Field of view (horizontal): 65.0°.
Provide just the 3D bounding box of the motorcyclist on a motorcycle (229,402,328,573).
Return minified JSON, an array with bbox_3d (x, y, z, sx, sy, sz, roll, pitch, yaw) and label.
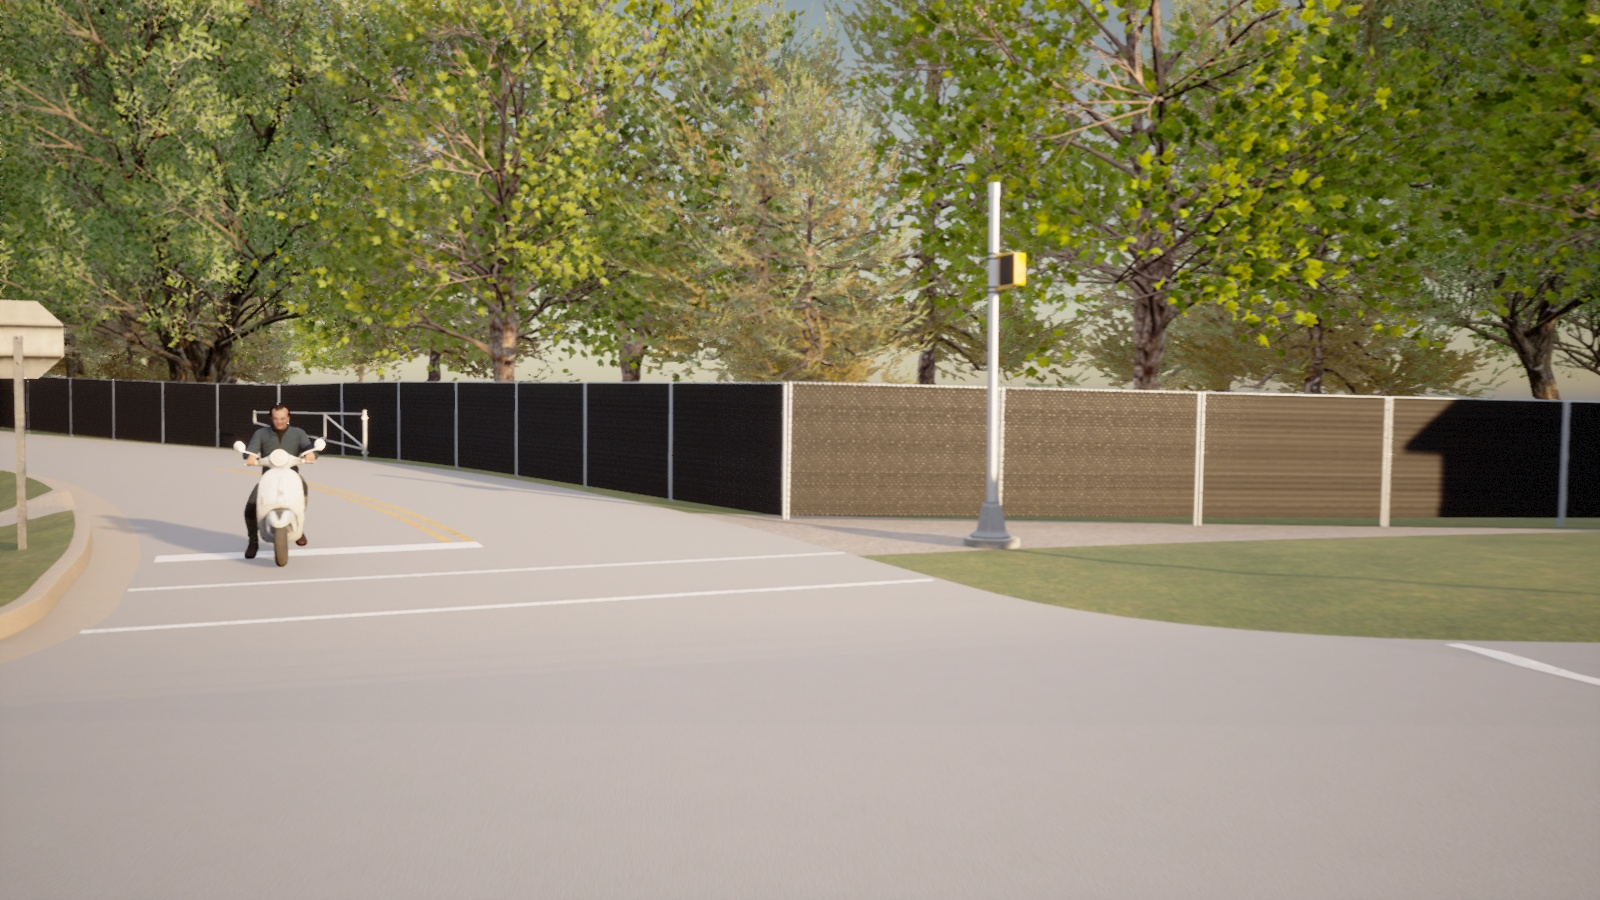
[{"bbox_3d":[-5.347,0.319,12.905,0.866,1.590,1.817,-1,3,-22],"label":"motorcyclist on a motorcycle"}]
